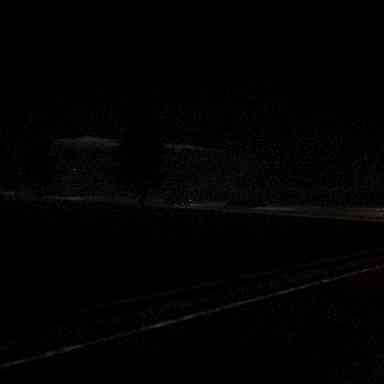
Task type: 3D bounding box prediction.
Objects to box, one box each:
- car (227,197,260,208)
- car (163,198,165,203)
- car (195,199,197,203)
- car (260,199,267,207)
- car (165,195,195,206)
[{"bbox_3d":[7.381,1.638,49.428,1.895,1.301,4.718,0,0,-36],"label":"car"},{"bbox_3d":[-3.824,1.552,65.073,2.128,1.511,4.902,0,0,-36],"label":"car"},{"bbox_3d":[-0.986,1.555,67.121,2.128,1.511,4.902,0,0,-36],"label":"car"},{"bbox_3d":[9.621,1.532,52.314,2.128,1.511,4.902,0,0,-36],"label":"car"},{"bbox_3d":[-2.022,1.384,56.485,2.097,1.767,4.553,0,0,-35],"label":"car"}]
